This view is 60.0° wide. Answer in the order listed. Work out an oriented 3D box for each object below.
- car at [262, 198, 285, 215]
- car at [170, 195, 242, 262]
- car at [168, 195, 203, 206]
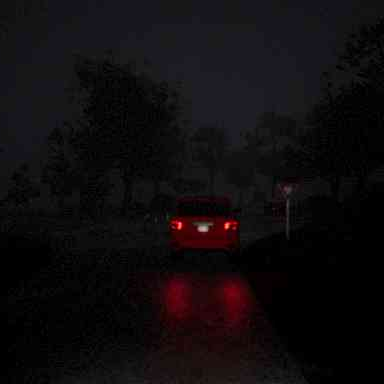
[{"bbox_3d":[7.777,1.330,31.952,1.882,1.535,5.008,0,0,11],"label":"car"},{"bbox_3d":[0.613,1.159,12.151,2.150,2.045,5.566,0,0,6],"label":"car"},{"bbox_3d":[-0.953,1.280,48.253,4.892,1.490,1.837,0,-1,26],"label":"car"}]
